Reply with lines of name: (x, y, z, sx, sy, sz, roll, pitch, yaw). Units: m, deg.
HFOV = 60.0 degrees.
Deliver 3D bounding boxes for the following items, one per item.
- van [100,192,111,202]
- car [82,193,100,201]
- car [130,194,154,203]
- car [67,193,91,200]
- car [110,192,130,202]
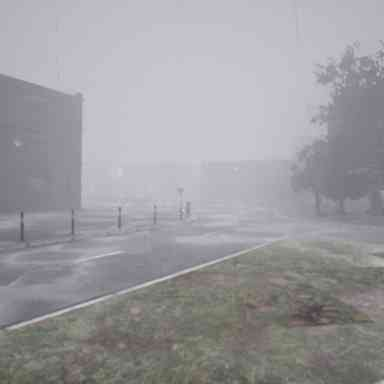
van: (-16.664, 1.050, 70.803, 1.878, 1.987, 4.442, 1, 0, 32)
car: (-21.216, 1.056, 73.779, 2.185, 1.767, 4.553, 1, 0, 32)
car: (-9.519, 1.419, 66.502, 2.163, 1.488, 4.792, 1, 0, 32)
car: (-25.964, 1.079, 76.672, 2.231, 1.521, 4.892, 1, 0, 32)
car: (-14.112, 1.194, 69.404, 2.185, 1.767, 4.553, 1, 0, 32)
